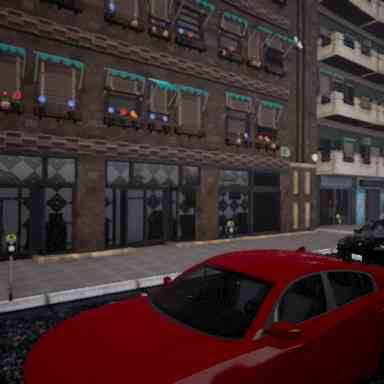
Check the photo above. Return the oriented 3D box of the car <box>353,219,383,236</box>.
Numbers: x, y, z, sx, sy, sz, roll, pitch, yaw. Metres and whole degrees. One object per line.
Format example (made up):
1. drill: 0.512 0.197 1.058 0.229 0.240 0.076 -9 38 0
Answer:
1. car: 6.795 1.625 11.401 4.313 1.339 1.947 0 0 -35

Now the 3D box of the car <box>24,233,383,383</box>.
1. car: 0.778 1.491 3.933 5.008 1.535 1.882 0 0 -35
